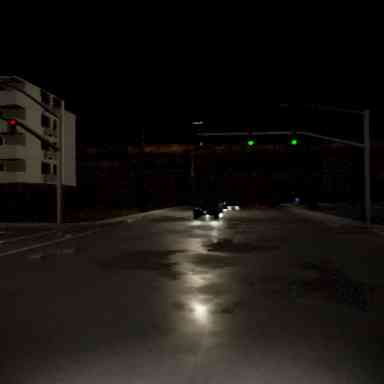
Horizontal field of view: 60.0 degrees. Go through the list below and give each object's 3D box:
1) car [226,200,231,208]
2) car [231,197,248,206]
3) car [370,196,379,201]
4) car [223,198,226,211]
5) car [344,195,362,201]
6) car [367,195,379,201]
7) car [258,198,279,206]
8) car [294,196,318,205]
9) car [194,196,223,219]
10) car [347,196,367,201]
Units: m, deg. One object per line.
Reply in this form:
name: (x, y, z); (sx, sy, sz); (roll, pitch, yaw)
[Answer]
car: (4.403, 1.672, 51.501); (2.097, 1.767, 4.553); (-1, 0, 10)
car: (8.479, 1.699, 60.828); (2.097, 1.767, 4.553); (-1, 0, 35)
car: (45.094, 1.658, 82.961); (2.038, 1.542, 4.974); (-1, 0, 39)
car: (2.901, 1.796, 41.737); (1.812, 1.442, 4.674); (0, 0, 9)
car: (42.393, 1.695, 85.536); (2.038, 1.542, 4.974); (0, 0, -21)
car: (45.125, 1.501, 83.002); (1.853, 1.218, 4.536); (-1, 0, 39)
car: (14.376, 1.803, 62.223); (4.902, 1.511, 2.128); (0, 0, -42)
car: (23.073, 1.631, 67.204); (4.553, 1.767, 2.097); (0, 0, -16)
car: (1.517, 1.443, 32.202); (2.150, 2.045, 5.566); (0, 0, 8)
car: (42.373, 1.538, 85.585); (1.853, 1.218, 4.536); (0, 0, -21)
